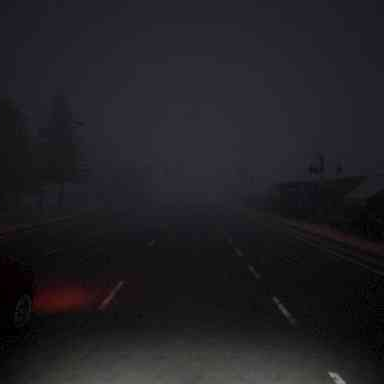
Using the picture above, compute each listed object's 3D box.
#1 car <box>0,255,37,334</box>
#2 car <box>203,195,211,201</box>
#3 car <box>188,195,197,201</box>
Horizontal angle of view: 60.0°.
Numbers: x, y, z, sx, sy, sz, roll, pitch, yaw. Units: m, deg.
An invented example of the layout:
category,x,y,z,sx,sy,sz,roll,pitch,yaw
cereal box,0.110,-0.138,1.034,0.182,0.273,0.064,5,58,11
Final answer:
category,x,y,z,sx,sy,sz,roll,pitch,yaw
car,-3.602,1.526,4.051,1.812,1.442,4.674,0,0,0
car,3.589,1.447,81.373,2.033,1.411,5.357,0,0,-2
car,0.088,1.413,81.372,1.837,1.490,4.892,0,0,-2
